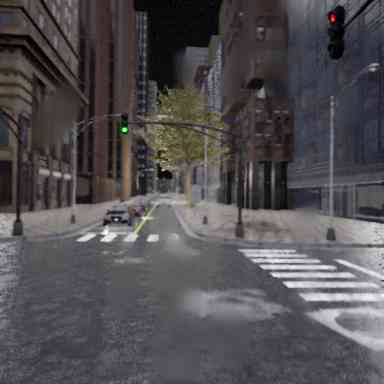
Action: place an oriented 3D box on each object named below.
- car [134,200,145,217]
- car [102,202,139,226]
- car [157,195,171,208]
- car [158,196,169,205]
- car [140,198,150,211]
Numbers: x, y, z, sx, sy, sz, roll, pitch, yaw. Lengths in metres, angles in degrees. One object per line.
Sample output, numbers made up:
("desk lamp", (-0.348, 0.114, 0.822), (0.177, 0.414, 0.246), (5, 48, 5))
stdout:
("car", (-6.077, 1.789, 33.558), (1.895, 1.301, 4.718), (1, 0, -5))
("car", (-5.351, 1.714, 24.796), (1.994, 1.385, 4.181), (1, 0, -5))
("car", (-4.627, 1.514, 54.870), (2.150, 2.045, 5.566), (1, 0, -5))
("car", (-5.580, 1.645, 65.481), (2.097, 1.767, 4.553), (1, 0, -5))
("car", (-6.927, 1.824, 43.860), (1.895, 1.301, 4.718), (1, 0, -5))
